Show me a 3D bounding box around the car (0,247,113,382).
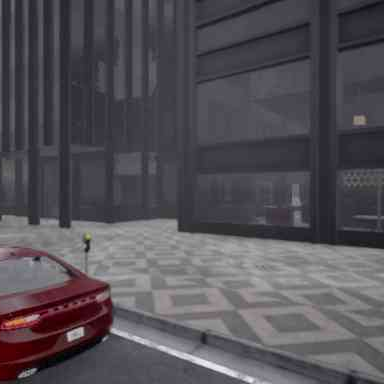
[{"bbox_3d":[-3.195,1.550,5.240,4.507,1.381,1.887,0,0,35],"label":"car"}]
